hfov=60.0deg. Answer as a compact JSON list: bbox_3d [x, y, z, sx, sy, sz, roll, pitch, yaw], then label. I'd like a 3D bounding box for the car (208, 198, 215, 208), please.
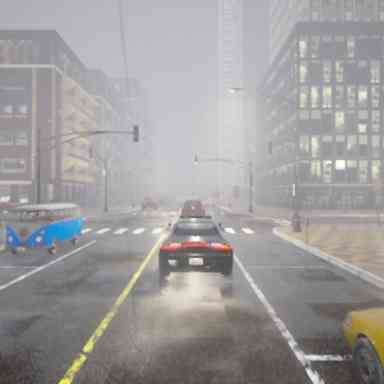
[{"bbox_3d":[2.698,1.692,51.360,1.752,1.417,4.829,0,0,0],"label":"car"}]

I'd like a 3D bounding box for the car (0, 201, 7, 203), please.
[{"bbox_3d":[-19.053,1.573,32.531,4.507,1.381,1.887,0,-1,0],"label":"car"}]

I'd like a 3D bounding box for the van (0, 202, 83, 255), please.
[{"bbox_3d":[-5.659,1.371,13.123,1.690,1.788,3.998,1,0,0],"label":"van"}]

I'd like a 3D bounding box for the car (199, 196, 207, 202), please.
[{"bbox_3d":[2.698,1.799,85.167,1.967,1.590,4.097,0,0,0],"label":"car"}]

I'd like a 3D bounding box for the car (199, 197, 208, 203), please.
[{"bbox_3d":[2.697,1.889,79.504,1.947,1.339,4.313,0,0,0],"label":"car"}]

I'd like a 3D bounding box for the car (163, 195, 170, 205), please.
[{"bbox_3d":[-5.683,1.788,62.515,1.947,1.339,4.313,0,0,0],"label":"car"}]

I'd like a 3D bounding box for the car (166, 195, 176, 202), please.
[{"bbox_3d":[-5.681,1.711,90.831,2.192,1.841,5.009,0,0,0],"label":"car"}]

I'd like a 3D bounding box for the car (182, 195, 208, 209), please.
[{"bbox_3d":[0.100,1.439,31.153,2.097,1.767,4.553,0,0,0],"label":"car"}]

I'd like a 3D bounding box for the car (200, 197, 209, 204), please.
[{"bbox_3d":[2.697,1.814,74.010,1.752,1.417,4.829,0,0,0],"label":"car"}]

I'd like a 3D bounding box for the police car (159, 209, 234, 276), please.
[{"bbox_3d":[0.100,1.527,10.571,2.038,1.542,4.974,0,0,0],"label":"police car"}]

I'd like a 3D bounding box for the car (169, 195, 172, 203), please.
[{"bbox_3d":[-5.683,1.836,68.177,1.802,1.307,4.206,0,0,0],"label":"car"}]

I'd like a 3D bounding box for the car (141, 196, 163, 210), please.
[{"bbox_3d":[-5.681,1.457,45.529,2.192,1.841,5.009,0,0,0],"label":"car"}]

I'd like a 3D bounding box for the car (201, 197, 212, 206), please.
[{"bbox_3d":[2.697,1.748,62.685,1.752,1.417,4.829,0,0,0],"label":"car"}]

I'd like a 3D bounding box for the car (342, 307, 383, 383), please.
[{"bbox_3d":[2.707,1.529,2.246,1.752,1.417,4.829,1,0,0],"label":"car"}]

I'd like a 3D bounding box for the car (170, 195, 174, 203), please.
[{"bbox_3d":[-5.683,1.728,73.841,1.967,1.590,4.097,0,0,0],"label":"car"}]
